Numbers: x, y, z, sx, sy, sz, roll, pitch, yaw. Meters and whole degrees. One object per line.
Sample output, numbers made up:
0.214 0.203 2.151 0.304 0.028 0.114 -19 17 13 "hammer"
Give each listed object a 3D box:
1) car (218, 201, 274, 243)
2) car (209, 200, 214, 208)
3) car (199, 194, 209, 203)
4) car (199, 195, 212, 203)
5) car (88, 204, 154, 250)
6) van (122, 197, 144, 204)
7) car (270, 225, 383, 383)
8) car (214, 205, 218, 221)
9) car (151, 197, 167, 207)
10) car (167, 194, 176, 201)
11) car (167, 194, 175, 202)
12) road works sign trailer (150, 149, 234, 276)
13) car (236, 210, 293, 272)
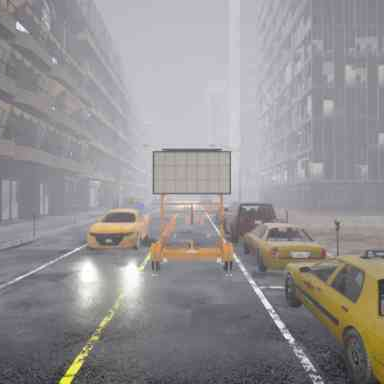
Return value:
2.704 1.326 15.961 2.192 1.841 5.009 1 0 0 "car"
2.700 1.569 27.008 1.887 1.381 4.507 1 0 0 "car"
2.697 1.473 76.714 2.192 1.841 5.009 1 0 0 "car"
2.696 1.667 60.144 1.947 1.339 4.313 1 0 0 "car"
-3.001 1.487 14.473 1.882 1.535 5.008 0 0 0 "car"
-5.677 1.374 32.531 1.690 1.788 3.998 1 0 0 "van"
2.702 1.528 5.086 1.752 1.417 4.829 1 0 0 "car"
2.700 1.583 21.484 1.947 1.339 4.313 1 0 0 "car"
-5.684 1.666 54.621 1.802 1.307 4.206 1 0 0 "car"
-5.685 1.545 93.282 2.192 1.841 5.009 1 0 0 "car"
-5.686 1.725 82.235 1.887 1.381 4.507 1 0 0 "car"
-0.001 0.471 10.314 2.380 3.560 2.880 0 0 0 "road works sign trailer"
2.702 1.532 10.609 1.752 1.417 4.829 1 0 0 "car"
